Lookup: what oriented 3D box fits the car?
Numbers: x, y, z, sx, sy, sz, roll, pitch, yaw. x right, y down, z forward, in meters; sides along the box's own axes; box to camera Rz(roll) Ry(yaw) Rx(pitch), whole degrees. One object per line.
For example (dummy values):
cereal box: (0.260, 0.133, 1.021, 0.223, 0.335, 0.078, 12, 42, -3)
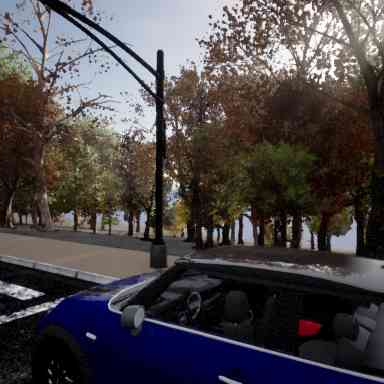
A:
car: (0.409, 1.352, 3.364, 4.553, 1.767, 2.097, 0, 0, 34)
